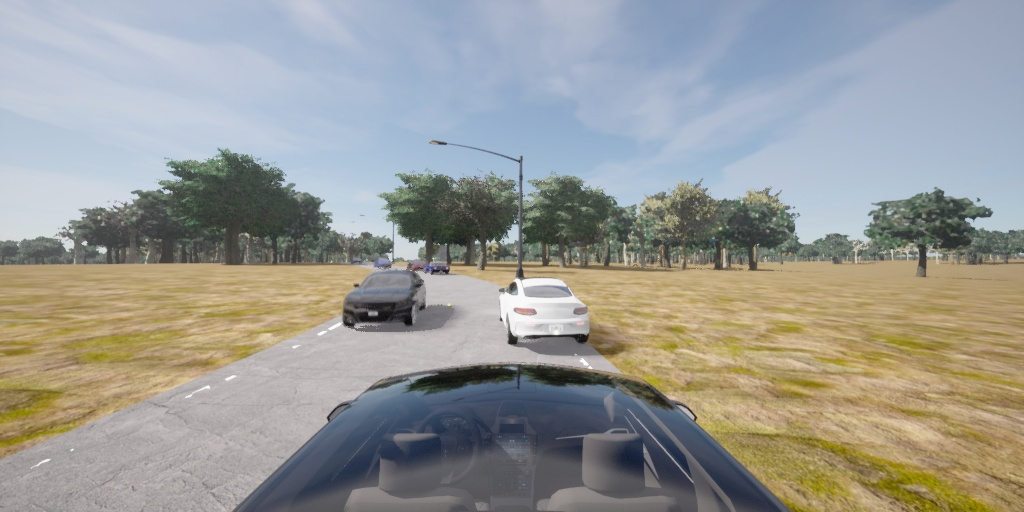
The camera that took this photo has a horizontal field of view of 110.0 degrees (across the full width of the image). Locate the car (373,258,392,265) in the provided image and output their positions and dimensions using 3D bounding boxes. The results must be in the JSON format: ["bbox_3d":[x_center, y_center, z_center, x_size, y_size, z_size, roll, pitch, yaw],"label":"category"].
[{"bbox_3d":[-18.176,1.007,50.321,1.812,1.442,4.674,1,0,-30],"label":"car"}]

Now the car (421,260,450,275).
[{"bbox_3d":[-7.992,1.245,37.928,1.895,1.301,4.718,1,0,-24],"label":"car"}]

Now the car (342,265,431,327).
[{"bbox_3d":[-3.920,1.214,11.735,1.882,1.535,5.008,0,0,-8],"label":"car"}]

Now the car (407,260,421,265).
[{"bbox_3d":[-12.233,1.137,46.434,1.994,1.385,4.181,1,0,-30],"label":"car"}]

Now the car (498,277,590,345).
[{"bbox_3d":[0.665,1.276,9.483,1.812,1.442,4.674,0,0,-5],"label":"car"}]
